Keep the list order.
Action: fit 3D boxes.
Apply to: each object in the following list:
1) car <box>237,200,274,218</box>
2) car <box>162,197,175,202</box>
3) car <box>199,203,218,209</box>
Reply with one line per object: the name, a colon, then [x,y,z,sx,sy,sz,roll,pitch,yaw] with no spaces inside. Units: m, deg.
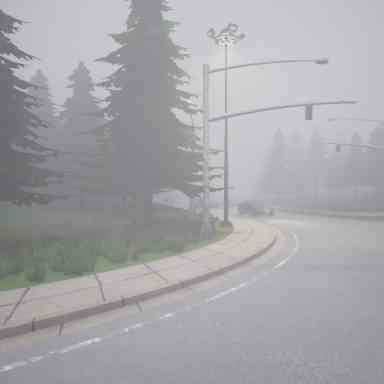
car: [5.740,1.491,30.444,2.128,1.511,4.902,0,0,-15]
car: [-4.676,1.601,66.545,1.895,1.301,4.718,0,0,-17]
car: [1.986,1.489,44.140,2.128,1.511,4.902,0,0,-16]
